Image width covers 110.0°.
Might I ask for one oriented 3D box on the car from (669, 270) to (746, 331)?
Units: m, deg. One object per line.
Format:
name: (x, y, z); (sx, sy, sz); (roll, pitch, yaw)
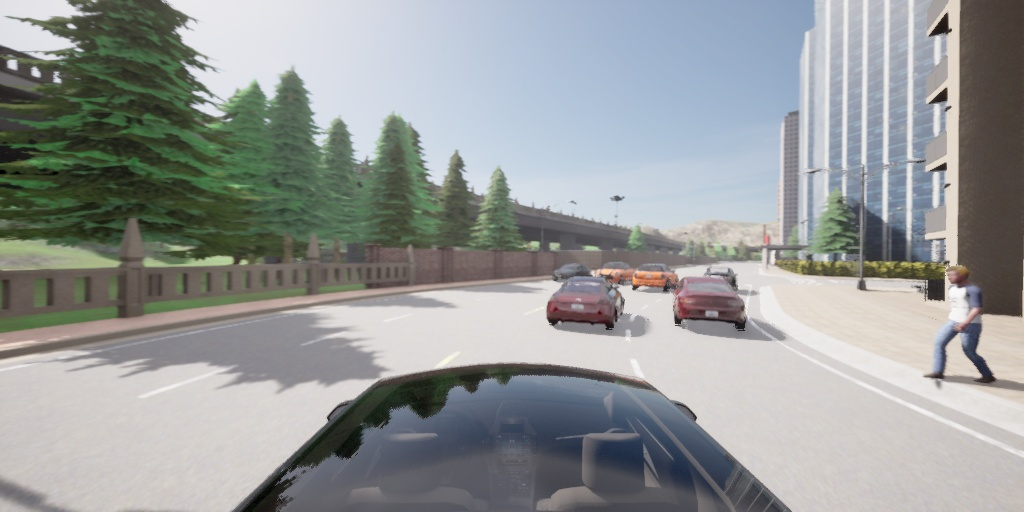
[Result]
car: (6.210, 1.384, 11.630); (1.812, 1.442, 4.674); (1, 0, 23)

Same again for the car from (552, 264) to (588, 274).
car: (5.050, 1.403, 29.829); (1.837, 1.490, 4.892); (1, -1, 35)

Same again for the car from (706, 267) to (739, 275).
car: (13.484, 1.478, 23.284); (2.128, 1.511, 4.902); (1, 0, 34)

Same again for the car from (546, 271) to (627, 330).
car: (2.492, 1.374, 11.687); (1.994, 1.385, 4.181); (1, 0, 20)

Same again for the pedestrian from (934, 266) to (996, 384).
pedestrian: (6.922, 0.992, 5.493); (0.375, 1.860, 0.375); (1, 0, 12)

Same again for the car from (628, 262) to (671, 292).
car: (9.443, 1.287, 23.486); (2.097, 1.767, 4.553); (1, 0, 33)

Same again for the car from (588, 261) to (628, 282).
car: (7.988, 1.279, 27.922); (2.097, 1.767, 4.553); (1, 0, 35)
